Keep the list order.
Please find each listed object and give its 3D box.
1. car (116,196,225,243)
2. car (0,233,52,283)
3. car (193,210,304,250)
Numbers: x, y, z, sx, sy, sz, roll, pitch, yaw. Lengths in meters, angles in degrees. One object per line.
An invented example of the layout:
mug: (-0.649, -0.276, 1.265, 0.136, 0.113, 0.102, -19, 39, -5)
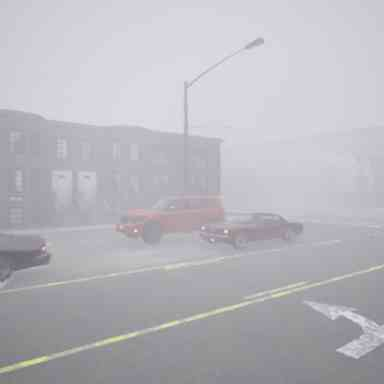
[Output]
car: (-0.837, 1.204, 16.232, 5.566, 2.045, 2.150, 0, 0, -35)
car: (-6.348, 1.547, 8.056, 5.357, 1.411, 2.033, 0, 0, -35)
car: (2.636, 1.577, 14.404, 4.718, 1.301, 1.895, 0, 0, -35)
